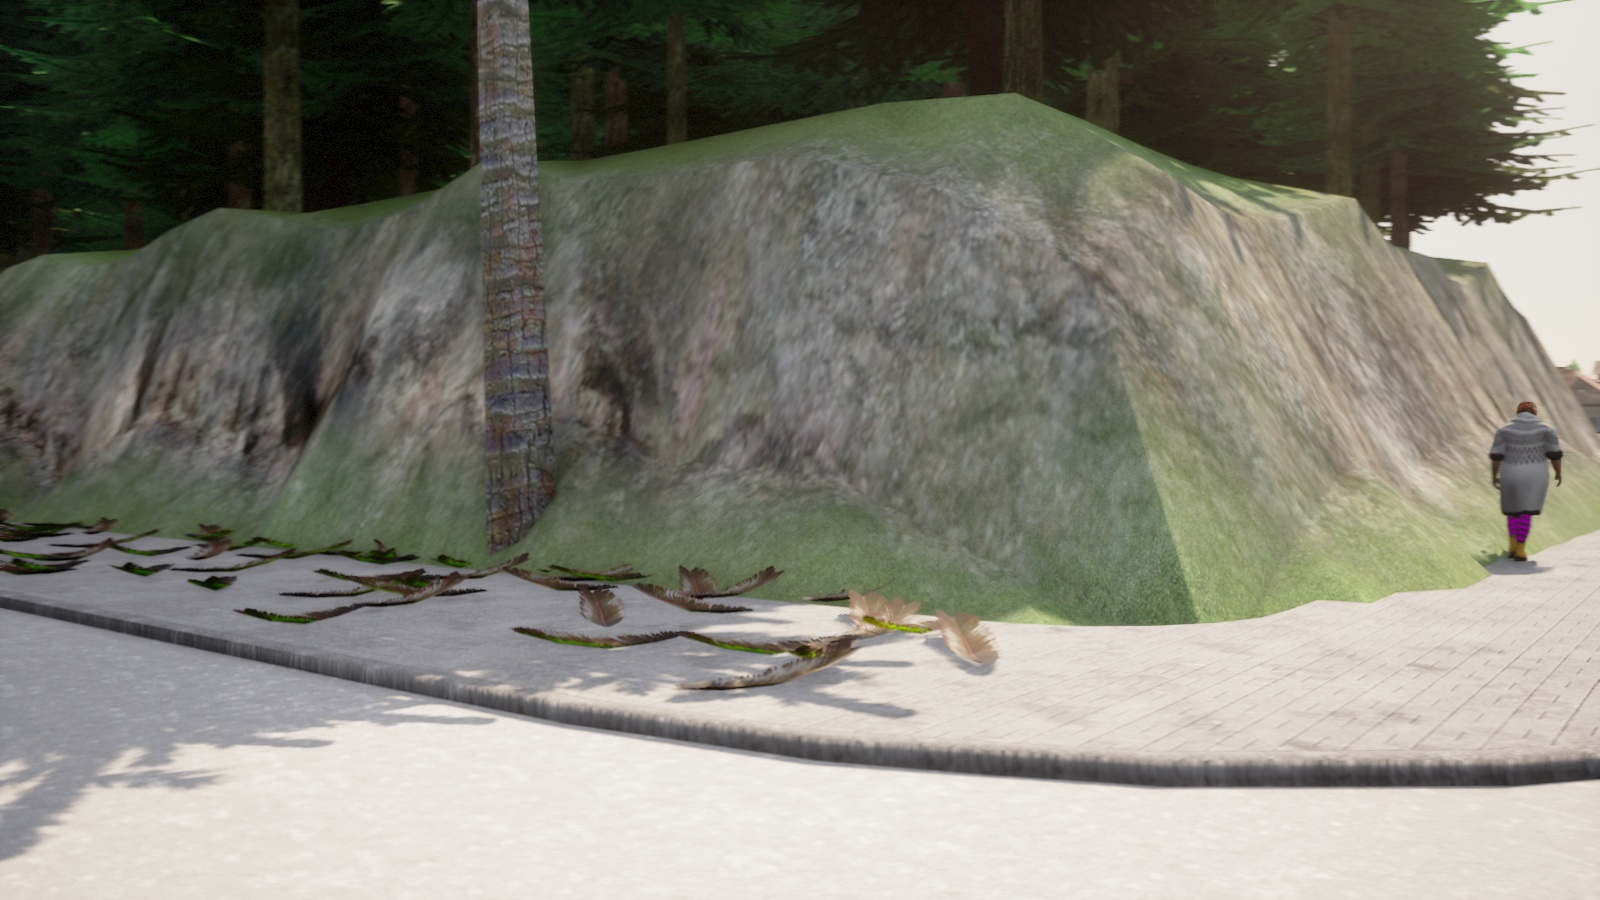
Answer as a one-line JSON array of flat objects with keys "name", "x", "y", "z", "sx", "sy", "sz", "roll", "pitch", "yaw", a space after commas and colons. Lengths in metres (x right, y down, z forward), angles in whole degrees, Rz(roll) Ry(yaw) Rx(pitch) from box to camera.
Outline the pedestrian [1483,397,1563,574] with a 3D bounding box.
[{"name": "pedestrian", "x": 8.253, "y": 0.385, "z": 14.331, "sx": 0.659, "sy": 1.952, "sz": 0.873, "roll": 1, "pitch": 1, "yaw": 38}]
